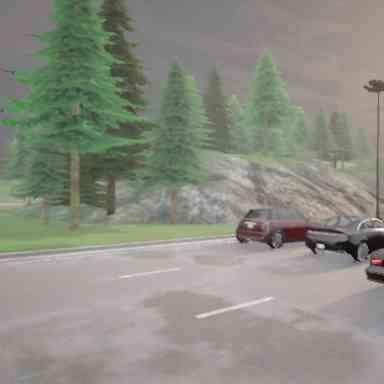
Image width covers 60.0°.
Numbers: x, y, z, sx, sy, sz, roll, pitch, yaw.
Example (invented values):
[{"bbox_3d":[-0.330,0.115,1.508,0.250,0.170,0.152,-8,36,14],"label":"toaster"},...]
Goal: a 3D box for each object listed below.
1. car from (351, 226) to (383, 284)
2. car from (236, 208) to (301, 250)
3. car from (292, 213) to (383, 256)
[{"bbox_3d":[6.595,1.682,8.559,5.357,1.411,2.033,1,-1,-35],"label":"car"},{"bbox_3d":[4.246,1.512,15.456,4.553,1.767,2.097,1,-1,-35],"label":"car"},{"bbox_3d":[6.348,1.655,12.656,4.902,1.511,2.128,1,0,-35],"label":"car"}]
